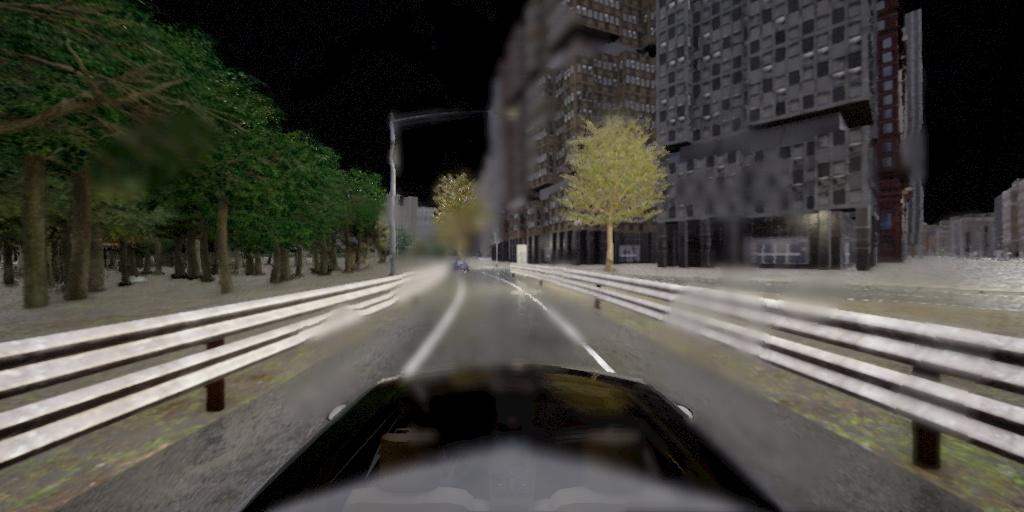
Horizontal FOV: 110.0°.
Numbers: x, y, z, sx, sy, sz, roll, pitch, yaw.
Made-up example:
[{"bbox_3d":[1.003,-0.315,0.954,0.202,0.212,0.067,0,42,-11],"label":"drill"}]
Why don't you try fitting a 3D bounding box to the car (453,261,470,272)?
[{"bbox_3d":[-6.951,1.345,49.064,1.812,1.442,4.674,0,0,-17],"label":"car"}]
